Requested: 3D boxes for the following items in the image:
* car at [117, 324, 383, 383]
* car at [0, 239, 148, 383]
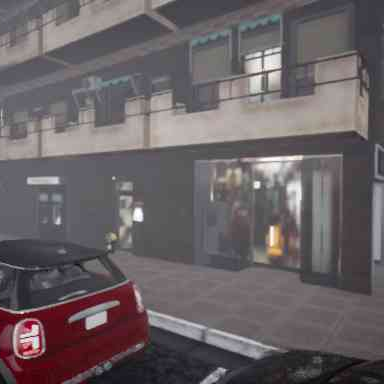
[{"bbox_3d":[1.887,1.573,1.525,4.313,1.339,1.947,1,1,36],"label":"car"},{"bbox_3d":[-2.617,1.396,4.738,4.097,1.590,1.967,1,1,36],"label":"car"}]
